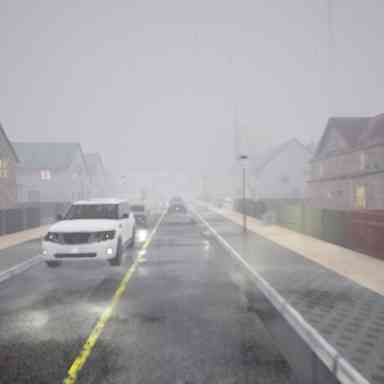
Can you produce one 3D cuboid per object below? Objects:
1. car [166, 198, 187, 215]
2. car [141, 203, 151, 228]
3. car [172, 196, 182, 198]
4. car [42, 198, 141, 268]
[{"bbox_3d":[-1.512,1.585,34.380,1.994,1.385,4.181,-1,0,-2],"label":"car"},{"bbox_3d":[-3.858,1.558,22.791,1.837,1.490,4.892,-1,0,-2],"label":"car"},{"bbox_3d":[-2.142,1.376,47.113,2.097,1.767,4.553,-1,0,-2],"label":"car"},{"bbox_3d":[-3.350,1.268,11.967,2.150,2.045,5.566,-1,0,-2],"label":"car"}]
